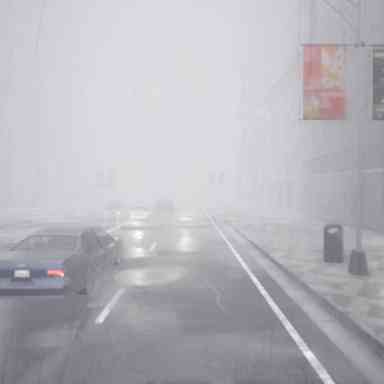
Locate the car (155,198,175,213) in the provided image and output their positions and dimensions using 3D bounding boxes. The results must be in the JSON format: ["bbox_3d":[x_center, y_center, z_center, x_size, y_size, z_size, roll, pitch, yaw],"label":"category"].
[{"bbox_3d":[-3.157,1.502,39.699,2.097,1.767,4.553,0,0,0],"label":"car"}]

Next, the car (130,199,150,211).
[{"bbox_3d":[-6.572,1.689,42.736,1.812,1.442,4.674,0,0,0],"label":"car"}]

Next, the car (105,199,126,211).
[{"bbox_3d":[-9.822,1.671,42.855,1.837,1.490,4.892,0,-1,0],"label":"car"}]

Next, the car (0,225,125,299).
[{"bbox_3d":[-3.154,1.569,8.682,2.033,1.411,5.357,0,0,0],"label":"car"}]

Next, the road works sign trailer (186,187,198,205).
[{"bbox_3d":[0.055,0.697,67.114,2.380,3.560,2.880,0,0,0],"label":"road works sign trailer"}]
